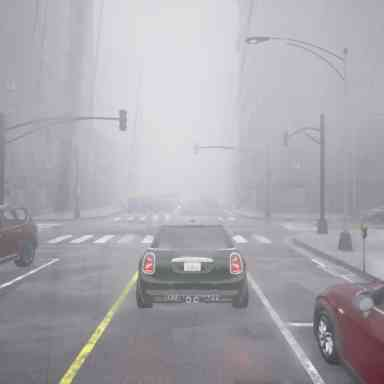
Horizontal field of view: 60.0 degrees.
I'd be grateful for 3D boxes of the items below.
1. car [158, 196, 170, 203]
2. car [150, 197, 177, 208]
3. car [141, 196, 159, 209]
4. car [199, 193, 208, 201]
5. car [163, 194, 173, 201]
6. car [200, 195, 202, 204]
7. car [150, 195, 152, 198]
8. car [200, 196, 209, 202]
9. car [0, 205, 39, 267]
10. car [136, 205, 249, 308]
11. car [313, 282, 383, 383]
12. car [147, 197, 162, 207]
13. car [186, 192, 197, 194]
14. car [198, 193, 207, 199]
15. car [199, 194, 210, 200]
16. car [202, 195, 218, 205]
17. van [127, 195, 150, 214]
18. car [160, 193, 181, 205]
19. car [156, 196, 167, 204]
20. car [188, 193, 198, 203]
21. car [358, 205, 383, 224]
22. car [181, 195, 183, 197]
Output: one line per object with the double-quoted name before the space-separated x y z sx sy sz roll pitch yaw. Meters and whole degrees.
"car" -5.804 1.540 69.158 2.008 1.369 4.403 0 0 0
"car" -3.073 1.543 36.039 2.033 1.411 5.357 0 0 0
"car" -5.822 1.434 46.774 1.967 1.590 4.097 0 0 0
"car" 3.069 1.210 86.585 2.150 2.045 5.566 0 0 0
"car" -5.795 1.302 80.349 2.192 1.841 5.009 0 0 0
"car" 2.709 1.544 52.386 2.008 1.369 4.403 0 0 0
"car" -5.826 1.310 41.179 2.192 1.841 5.009 0 0 0
"car" 2.727 1.570 74.763 1.802 1.307 4.206 0 0 0
"car" -5.852 1.315 8.635 2.192 1.841 5.009 0 0 0
"car" 0.016 1.352 8.056 2.097 1.767 4.553 0 0 0
"car" 2.670 1.440 3.130 1.967 1.590 4.097 0 0 0
"car" -5.817 1.538 52.370 1.887 1.381 4.507 0 0 0
"car" 0.060 1.362 76.576 1.812 1.442 4.674 0 0 0
"car" 2.718 1.305 63.574 2.192 1.841 5.009 0 0 0
"car" 2.713 1.557 57.980 1.947 1.339 4.313 0 0 0
"car" 2.705 1.519 46.961 1.752 1.417 4.829 0 0 0
"van" -5.830 1.337 35.582 1.690 1.788 3.998 0 0 0
"car" -3.066 1.216 46.266 2.150 2.045 5.566 0 0 0
"car" -5.808 1.516 63.392 1.752 1.417 4.829 0 0 0
"car" 0.107 1.515 66.609 1.812 1.442 4.674 0 0 0
"car" 14.395 1.515 23.743 4.674 1.442 1.812 0 0 1
"car" -3.039 1.593 56.538 1.895 1.301 4.718 0 0 0
